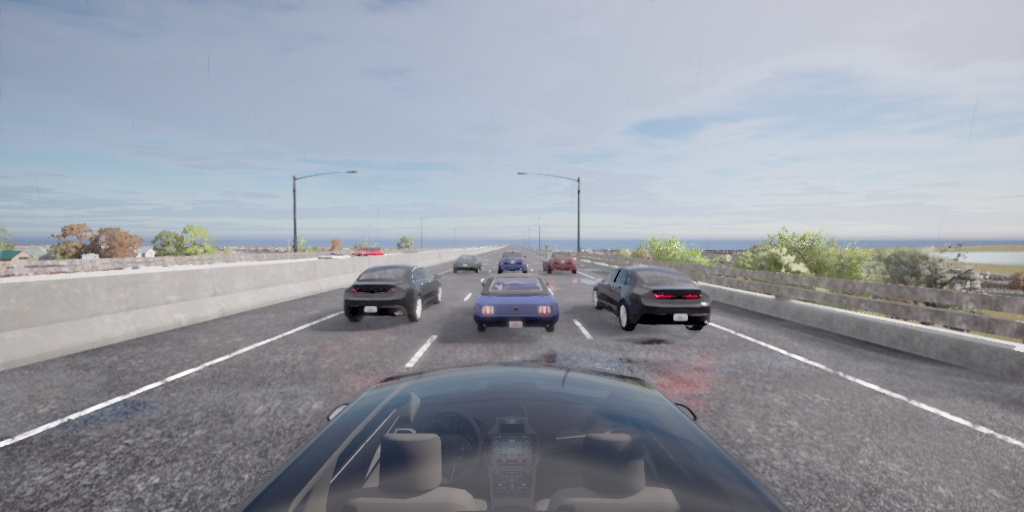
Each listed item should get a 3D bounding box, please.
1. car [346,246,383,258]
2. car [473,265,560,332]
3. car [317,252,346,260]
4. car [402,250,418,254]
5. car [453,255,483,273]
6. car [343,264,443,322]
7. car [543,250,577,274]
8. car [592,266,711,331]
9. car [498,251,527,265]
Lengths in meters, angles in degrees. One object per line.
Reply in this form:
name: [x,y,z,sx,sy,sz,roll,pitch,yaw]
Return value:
car: [-17.647,-0.201,43.944,2.150,2.045,5.566,0,1,0]
car: [0.088,1.124,9.900,1.895,1.301,4.718,0,2,0]
car: [-21.146,0.215,42.569,1.895,1.301,4.718,0,2,0]
car: [-14.133,-0.098,49.413,1.882,1.535,5.008,0,1,0]
car: [-3.437,0.575,28.348,1.994,1.385,4.181,0,2,0]
car: [-3.413,0.993,11.076,1.837,1.490,4.892,0,1,0]
car: [3.569,0.387,27.520,2.097,1.767,4.553,0,2,-1]
car: [3.588,1.021,10.058,1.837,1.490,4.892,0,1,0]
car: [0.061,0.387,27.514,2.097,1.767,4.553,0,2,0]
